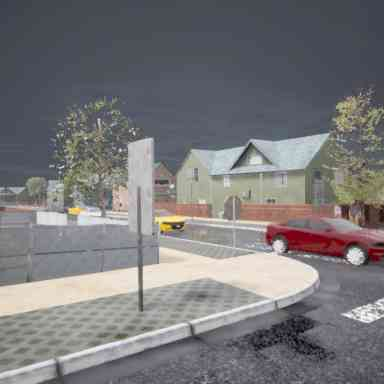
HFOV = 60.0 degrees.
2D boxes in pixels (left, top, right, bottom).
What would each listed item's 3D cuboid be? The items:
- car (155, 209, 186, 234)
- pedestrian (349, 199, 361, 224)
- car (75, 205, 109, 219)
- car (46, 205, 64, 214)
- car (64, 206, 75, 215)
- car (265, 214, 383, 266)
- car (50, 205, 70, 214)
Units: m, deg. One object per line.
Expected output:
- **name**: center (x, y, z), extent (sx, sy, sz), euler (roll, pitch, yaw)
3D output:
- **car**: center (-2.315, 1.925, 22.702), extent (1.882, 1.535, 5.008), euler (-1, -1, -36)
- **pedestrian**: center (8.574, 1.251, 17.546), extent (0.375, 1.860, 0.375), euler (-3, 2, -36)
- **car**: center (-9.828, 2.279, 33.192), extent (1.812, 1.442, 4.674), euler (-1, -1, -35)
- **car**: center (-19.078, 2.649, 46.272), extent (1.837, 1.490, 4.892), euler (-1, -1, -35)
- **car**: center (-15.894, 2.530, 46.722), extent (1.882, 1.535, 5.008), euler (-1, -1, -35)
- **car**: center (5.023, 1.625, 12.450), extent (1.882, 1.535, 5.008), euler (-1, -1, -36)
- **car**: center (-21.983, 2.902, 55.235), extent (1.895, 1.301, 4.718), euler (-1, -1, -35)
